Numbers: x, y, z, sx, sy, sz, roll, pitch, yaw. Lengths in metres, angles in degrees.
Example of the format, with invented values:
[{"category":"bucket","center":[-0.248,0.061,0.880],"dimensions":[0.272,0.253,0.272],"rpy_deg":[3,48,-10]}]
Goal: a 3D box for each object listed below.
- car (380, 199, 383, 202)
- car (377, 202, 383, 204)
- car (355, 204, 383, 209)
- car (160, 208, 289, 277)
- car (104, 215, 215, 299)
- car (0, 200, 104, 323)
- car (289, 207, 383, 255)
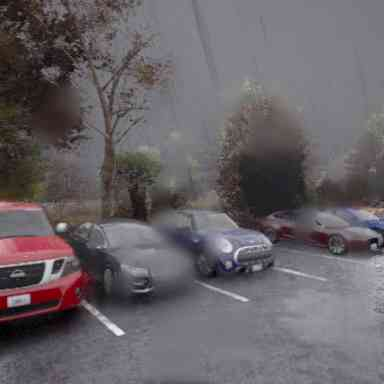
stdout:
[{"category":"car","center":[11.619,1.202,18.376],"dimensions":[2.435,2.045,5.566],"rpy_deg":[0,0,-35]},{"category":"car","center":[9.261,1.455,16.887],"dimensions":[1.946,1.575,5.366],"rpy_deg":[0,0,-35]},{"category":"car","center":[7.200,1.462,15.197],"dimensions":[2.097,1.535,5.008],"rpy_deg":[0,0,-35]},{"category":"car","center":[0.381,1.348,10.368],"dimensions":[2.185,1.767,4.553],"rpy_deg":[0,0,-35]},{"category":"car","center":[-1.873,1.479,8.730],"dimensions":[2.231,1.521,4.892],"rpy_deg":[0,0,-35]},{"category":"car","center":[-4.120,1.228,7.086],"dimensions":[2.435,2.045,5.566],"rpy_deg":[0,0,-36]},{"category":"car","center":[4.951,1.496,13.551],"dimensions":[2.163,1.488,4.792],"rpy_deg":[0,0,-35]}]
